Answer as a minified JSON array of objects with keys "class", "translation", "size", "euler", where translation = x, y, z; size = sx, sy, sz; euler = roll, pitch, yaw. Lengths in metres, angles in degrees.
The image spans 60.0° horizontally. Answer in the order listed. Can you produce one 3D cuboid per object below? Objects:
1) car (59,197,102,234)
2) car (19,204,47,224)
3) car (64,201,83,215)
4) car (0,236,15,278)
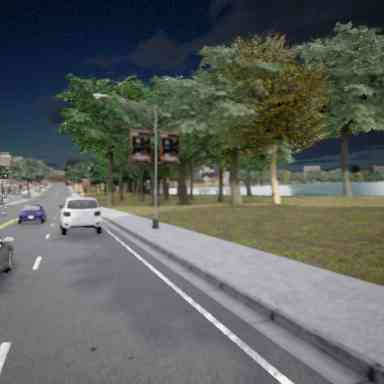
[{"class":"car","translation":[-6.748,1.333,20.151],"size":[2.150,2.045,5.566],"euler":[0,0,-21]},{"class":"car","translation":[-12.752,1.726,26.785],"size":[1.812,1.442,4.674],"euler":[0,-1,-21]},{"class":"car","translation":[-14.176,1.878,39.565],"size":[2.033,1.411,5.357],"euler":[0,-1,-21]},{"class":"car","translation":[-5.480,1.537,7.790],"size":[1.837,1.490,4.892],"euler":[0,0,-21]}]
